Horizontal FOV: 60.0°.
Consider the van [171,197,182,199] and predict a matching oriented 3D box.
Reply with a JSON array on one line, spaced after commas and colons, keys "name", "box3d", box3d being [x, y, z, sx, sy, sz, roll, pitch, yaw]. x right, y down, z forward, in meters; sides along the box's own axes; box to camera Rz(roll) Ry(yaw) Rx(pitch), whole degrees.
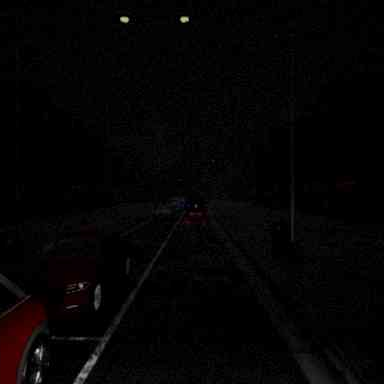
[{"name": "van", "box3d": [-2.241, 1.695, 45.955, 1.690, 1.788, 3.998, 0, -1, 1]}]

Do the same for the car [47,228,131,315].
[{"name": "car", "box3d": [-2.580, 1.597, 7.708, 1.887, 1.381, 4.507, 0, 0, 1]}]

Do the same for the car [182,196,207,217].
[{"name": "car", "box3d": [0.398, 1.481, 34.841, 2.150, 2.045, 5.566, 0, 0, 0]}]

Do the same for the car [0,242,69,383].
[{"name": "car", "box3d": [-2.628, 1.453, 2.245, 1.967, 1.590, 4.097, 0, 0, 1]}]

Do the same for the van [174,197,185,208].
[{"name": "van", "box3d": [-2.144, 1.793, 56.883, 1.690, 1.788, 3.998, 0, -1, 1]}]

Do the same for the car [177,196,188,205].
[{"name": "car", "box3d": [-1.999, 1.918, 73.274, 2.192, 1.841, 5.009, 0, -1, 1]}]

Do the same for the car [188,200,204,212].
[{"name": "car", "box3d": [0.496, 1.852, 46.076, 2.128, 1.511, 4.902, 0, 0, 0]}]

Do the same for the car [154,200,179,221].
[{"name": "car", "box3d": [-2.387, 1.736, 29.394, 1.752, 1.417, 4.829, 0, 0, 1]}]

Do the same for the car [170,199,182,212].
[{"name": "car", "box3d": [-2.290, 1.887, 40.489, 1.802, 1.307, 4.206, 0, -1, 1]}]

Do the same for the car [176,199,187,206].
[{"name": "car", "box3d": [-2.047, 2.101, 67.808, 2.008, 1.369, 4.403, 0, -1, 1]}]

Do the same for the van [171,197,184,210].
[{"name": "van", "box3d": [-2.193, 1.744, 51.419, 1.690, 1.788, 3.998, 0, -1, 1]}]
